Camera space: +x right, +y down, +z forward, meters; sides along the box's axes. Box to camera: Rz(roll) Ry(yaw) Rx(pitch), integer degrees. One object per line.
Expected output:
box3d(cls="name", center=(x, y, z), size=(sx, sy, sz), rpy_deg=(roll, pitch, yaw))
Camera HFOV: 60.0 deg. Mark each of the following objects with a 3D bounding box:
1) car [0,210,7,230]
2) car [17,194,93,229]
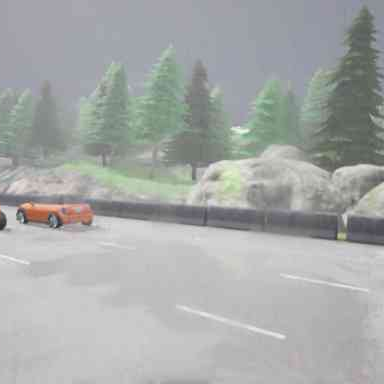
box3d(cls="car", center=(-10.699, 1.064, 15.942), size=(4.181, 1.385, 1.994), rpy_deg=(2, 1, 36))
box3d(cls="car", center=(-7.431, 0.896, 17.909), size=(4.553, 1.767, 2.097), rpy_deg=(2, 1, 35))
